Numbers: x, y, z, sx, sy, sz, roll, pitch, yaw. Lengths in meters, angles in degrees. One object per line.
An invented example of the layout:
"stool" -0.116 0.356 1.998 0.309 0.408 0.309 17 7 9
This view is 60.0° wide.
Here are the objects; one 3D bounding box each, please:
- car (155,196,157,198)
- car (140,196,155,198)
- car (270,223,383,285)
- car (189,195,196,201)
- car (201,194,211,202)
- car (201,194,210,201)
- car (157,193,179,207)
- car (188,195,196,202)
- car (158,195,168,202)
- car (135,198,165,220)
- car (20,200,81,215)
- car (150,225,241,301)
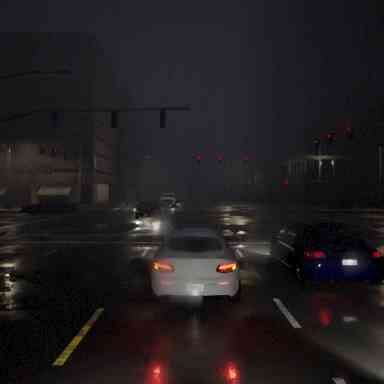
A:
"car" -7.004 1.547 65.172 2.033 1.411 5.357 0 0 1
"car" -7.077 1.477 49.100 1.882 1.535 5.008 0 0 0
"car" 3.582 1.564 9.545 1.994 1.385 4.181 0 0 0
"car" 0.034 1.493 87.215 1.812 1.442 4.674 0 0 0
"car" 3.531 1.546 78.443 1.994 1.385 4.181 0 0 0
"car" 3.534 1.316 86.968 2.097 1.767 4.553 0 0 0
"car" -3.567 1.221 50.592 2.150 2.045 5.566 0 0 0
"car" 0.030 1.518 77.887 2.128 1.511 4.902 0 0 0
"car" -6.969 1.543 79.917 1.994 1.385 4.181 0 0 0
"car" -3.588 1.497 28.119 1.812 1.442 4.674 0 0 0
"car" -13.698 1.491 32.410 5.357 1.411 2.033 0 0 -8
"car" 0.073 1.526 8.177 1.812 1.442 4.674 0 0 0
